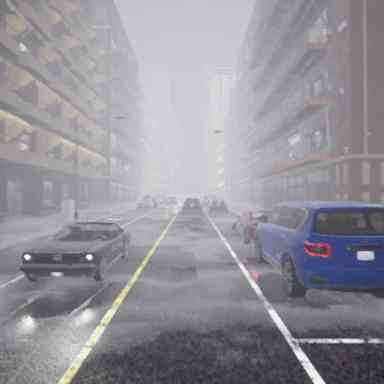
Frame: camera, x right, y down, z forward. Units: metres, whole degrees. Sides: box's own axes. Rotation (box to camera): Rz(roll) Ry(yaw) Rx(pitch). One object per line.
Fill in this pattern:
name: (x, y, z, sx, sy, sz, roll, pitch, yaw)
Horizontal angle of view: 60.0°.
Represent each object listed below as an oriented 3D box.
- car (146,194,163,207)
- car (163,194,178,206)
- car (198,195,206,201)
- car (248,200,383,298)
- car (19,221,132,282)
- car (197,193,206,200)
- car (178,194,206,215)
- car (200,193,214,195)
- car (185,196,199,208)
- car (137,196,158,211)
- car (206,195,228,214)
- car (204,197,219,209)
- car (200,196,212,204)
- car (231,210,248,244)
car: (-5.705, 1.272, 46.446, 2.192, 1.841, 5.009, 1, 0, 0)
car: (-3.098, 1.453, 52.408, 1.837, 1.490, 4.892, 0, 0, 0)
car: (2.644, 1.454, 85.288, 1.887, 1.381, 4.507, 1, 0, 0)
car: (3.099, 1.221, 8.621, 2.150, 2.045, 5.566, 0, 0, 0)
car: (-3.108, 1.592, 9.875, 1.895, 1.301, 4.718, 0, 0, 0)
car: (2.645, 1.217, 90.829, 2.192, 1.841, 5.009, 1, 0, 0)
car: (0.047, 1.323, 33.680, 2.097, 1.767, 4.553, 0, 0, 1)
car: (2.671, 1.265, 52.045, 2.192, 1.841, 5.009, 1, 0, 0)
car: (0.035, 1.431, 49.096, 1.882, 1.535, 5.008, 0, 0, 0)
car: (-5.706, 1.514, 40.906, 2.008, 1.369, 4.403, 1, 0, 0)
car: (2.680, 1.409, 35.424, 1.967, 1.590, 4.097, 1, 0, 0)
car: (2.671, 1.502, 46.506, 1.887, 1.381, 4.507, 1, 0, 0)
car: (2.659, 1.488, 63.126, 2.008, 1.369, 4.403, 1, 0, 0)
car: (3.136, 1.513, 15.592, 1.812, 1.442, 4.674, 0, 0, 0)
